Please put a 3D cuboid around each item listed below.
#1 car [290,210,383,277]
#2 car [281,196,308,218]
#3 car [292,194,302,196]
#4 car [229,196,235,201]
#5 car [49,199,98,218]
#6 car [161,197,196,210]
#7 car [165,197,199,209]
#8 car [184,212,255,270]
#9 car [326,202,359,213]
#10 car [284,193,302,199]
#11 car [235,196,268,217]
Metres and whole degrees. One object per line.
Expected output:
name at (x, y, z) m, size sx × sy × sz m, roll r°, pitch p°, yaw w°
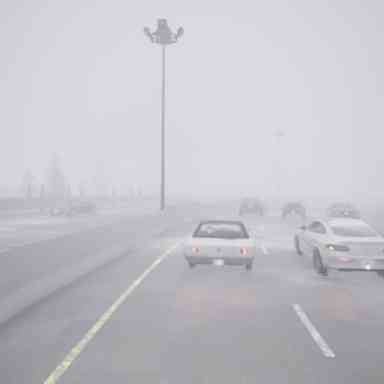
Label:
car at (4.398, 1.495, 10.083) m, size 1.812 × 1.442 × 4.674 m, roll 0°, pitch 0°, yaw 7°
car at (8.830, 1.392, 28.743) m, size 1.837 × 1.490 × 4.892 m, roll 0°, pitch 0°, yaw 19°
car at (21.463, 1.242, 68.569) m, size 1.837 × 1.490 × 4.892 m, roll 0°, pitch 0°, yaw 43°
car at (9.024, 1.375, 65.014) m, size 1.895 × 1.301 × 4.718 m, roll 0°, pitch 0°, yaw 37°
car at (-9.883, 1.335, 28.139) m, size 2.128 × 1.511 × 4.902 m, roll 0°, pitch 0°, yaw 17°
car at (-1.570, 1.372, 40.927) m, size 2.033 × 1.411 × 5.357 m, roll 0°, pitch 0°, yaw 24°
car at (-0.775, 1.327, 33.531) m, size 1.882 × 1.535 × 5.008 m, roll 0°, pitch 0°, yaw 21°
car at (0.979, 1.552, 10.925) m, size 1.895 × 1.301 × 4.718 m, roll 0°, pitch 0°, yaw 7°
car at (10.990, 1.461, 24.376) m, size 2.033 × 1.411 × 5.357 m, roll 0°, pitch 0°, yaw 18°
car at (22.813, 0.926, 74.768) m, size 4.181 × 1.385 × 1.994 m, roll 0°, pitch 0°, yaw -42°
car at (5.660, 1.227, 30.218) m, size 2.097 × 1.767 × 4.553 m, roll 0°, pitch 0°, yaw 19°
